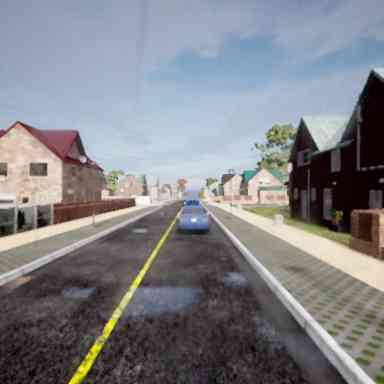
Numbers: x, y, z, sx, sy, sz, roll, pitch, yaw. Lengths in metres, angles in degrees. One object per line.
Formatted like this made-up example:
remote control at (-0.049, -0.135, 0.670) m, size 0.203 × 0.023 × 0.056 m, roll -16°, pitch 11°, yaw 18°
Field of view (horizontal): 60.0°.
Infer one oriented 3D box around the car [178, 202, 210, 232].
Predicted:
car at (0.102, 1.566, 20.224) m, size 2.033 × 1.411 × 5.357 m, roll 0°, pitch 0°, yaw 0°

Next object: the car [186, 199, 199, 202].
car at (0.104, 1.572, 37.531) m, size 1.882 × 1.535 × 5.008 m, roll 0°, pitch 0°, yaw 0°
